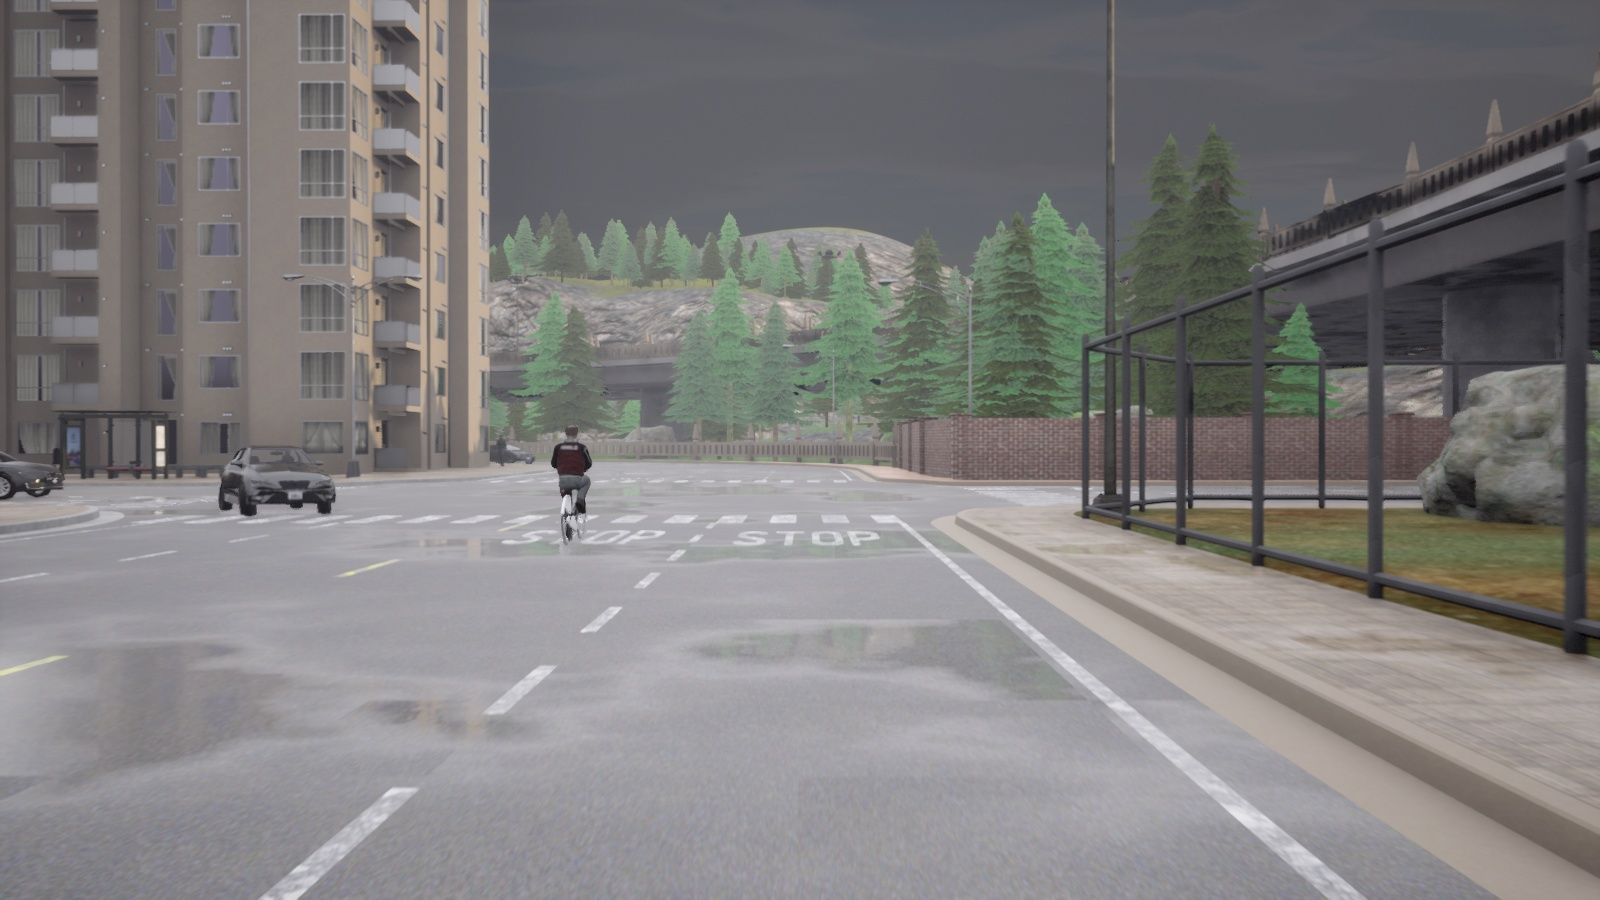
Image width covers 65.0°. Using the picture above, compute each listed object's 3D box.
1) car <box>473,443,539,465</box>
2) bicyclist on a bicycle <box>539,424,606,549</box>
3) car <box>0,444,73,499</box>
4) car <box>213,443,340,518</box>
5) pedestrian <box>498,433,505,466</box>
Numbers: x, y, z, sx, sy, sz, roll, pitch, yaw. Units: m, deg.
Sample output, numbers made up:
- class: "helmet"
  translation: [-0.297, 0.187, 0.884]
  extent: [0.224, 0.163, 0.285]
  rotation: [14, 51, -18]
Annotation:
- class: "car"
  translation: [-20.040, 0.274, 85.551]
  extent: [4.674, 1.442, 1.812]
  rotation: [0, 0, 36]
- class: "bicyclist on a bicycle"
  translation: [-3.378, 0.508, 18.807]
  extent: [0.659, 1.776, 1.843]
  rotation: [0, 1, 0]
- class: "car"
  translation: [-23.349, 0.590, 35.201]
  extent: [4.892, 1.490, 1.837]
  rotation: [0, 0, 1]
- class: "car"
  translation: [-11.304, 0.604, 26.947]
  extent: [1.816, 1.474, 4.193]
  rotation: [0, 0, -33]
- class: "pedestrian"
  translation: [-16.675, -0.008, 70.145]
  extent: [0.353, 1.847, 0.614]
  rotation: [0, 0, -10]
